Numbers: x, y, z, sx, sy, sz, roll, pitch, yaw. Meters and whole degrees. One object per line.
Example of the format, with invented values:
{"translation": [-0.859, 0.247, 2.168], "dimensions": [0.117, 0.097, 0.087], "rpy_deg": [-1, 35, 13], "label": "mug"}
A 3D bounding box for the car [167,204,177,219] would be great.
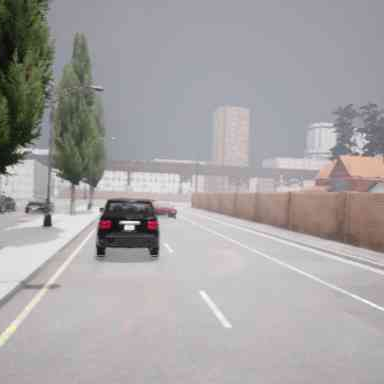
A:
{"translation": [-2.627, 1.738, 31.320], "dimensions": [1.895, 1.301, 4.718], "rpy_deg": [2, 0, -11], "label": "car"}

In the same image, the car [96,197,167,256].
{"translation": [-2.518, 1.230, 13.237], "dimensions": [2.150, 2.045, 5.566], "rpy_deg": [2, 0, -11], "label": "car"}

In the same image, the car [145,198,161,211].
{"translation": [-5.395, 1.622, 45.561], "dimensions": [1.882, 1.535, 5.008], "rpy_deg": [2, 0, -11], "label": "car"}

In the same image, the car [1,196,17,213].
{"translation": [-17.843, 1.116, 30.906], "dimensions": [1.837, 1.490, 4.892], "rpy_deg": [2, -1, -11], "label": "car"}

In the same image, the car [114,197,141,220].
{"translation": [-5.707, 1.368, 29.360], "dimensions": [2.097, 1.767, 4.553], "rpy_deg": [2, 0, -11], "label": "car"}

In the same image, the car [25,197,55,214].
{"translation": [-14.462, 1.258, 31.848], "dimensions": [1.812, 1.442, 4.674], "rpy_deg": [2, -1, -11], "label": "car"}
